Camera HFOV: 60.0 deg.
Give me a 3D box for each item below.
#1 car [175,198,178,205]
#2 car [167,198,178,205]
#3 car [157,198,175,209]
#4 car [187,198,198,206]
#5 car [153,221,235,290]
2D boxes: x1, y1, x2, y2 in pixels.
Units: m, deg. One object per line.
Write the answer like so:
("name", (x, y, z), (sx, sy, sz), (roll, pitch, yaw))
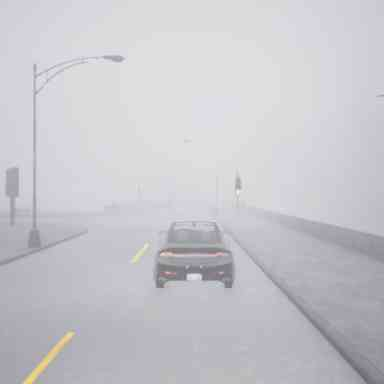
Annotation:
("car", (-4.100, 1.934, 60.254), (1.895, 1.301, 4.718), (0, 0, 0))
("car", (-4.036, 1.939, 70.072), (1.994, 1.385, 4.181), (0, 0, 0))
("car", (-4.123, 1.827, 50.589), (2.033, 1.411, 5.357), (0, 0, 0))
("car", (0.066, 1.883, 64.622), (1.812, 1.442, 4.674), (0, 0, 0))
("car", (0.063, 1.544, 9.266), (2.128, 1.511, 4.902), (0, 0, 0))
